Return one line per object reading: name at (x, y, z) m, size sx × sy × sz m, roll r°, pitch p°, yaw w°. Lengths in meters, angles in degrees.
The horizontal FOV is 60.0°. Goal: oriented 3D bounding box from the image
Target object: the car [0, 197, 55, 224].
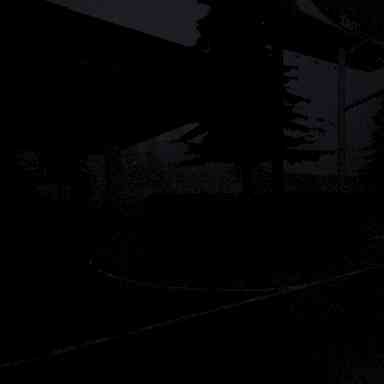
car at (-11.923, 1.313, 23.512) m, size 3.866 × 1.878 × 1.905 m, roll 0°, pitch 0°, yaw -36°
